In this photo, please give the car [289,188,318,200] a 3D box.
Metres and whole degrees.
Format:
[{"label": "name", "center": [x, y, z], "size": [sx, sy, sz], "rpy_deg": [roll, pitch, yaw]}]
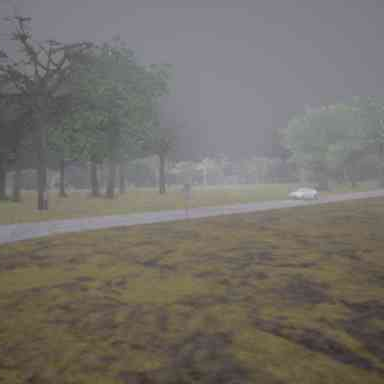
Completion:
[{"label": "car", "center": [14.025, 0.233, 41.690], "size": [4.674, 1.442, 1.812], "rpy_deg": [-3, 2, -41]}]
